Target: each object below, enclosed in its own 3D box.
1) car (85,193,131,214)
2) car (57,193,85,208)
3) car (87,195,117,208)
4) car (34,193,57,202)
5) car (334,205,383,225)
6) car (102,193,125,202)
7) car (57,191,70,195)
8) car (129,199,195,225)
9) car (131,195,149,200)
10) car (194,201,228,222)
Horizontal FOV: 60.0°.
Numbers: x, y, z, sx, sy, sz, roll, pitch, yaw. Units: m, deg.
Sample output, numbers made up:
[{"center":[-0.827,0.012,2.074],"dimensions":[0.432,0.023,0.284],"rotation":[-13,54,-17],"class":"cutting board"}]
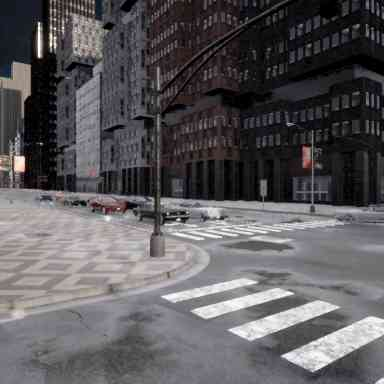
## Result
[{"center":[-7.592,1.100,29.781],"dimensions":[1.882,1.535,5.008],"rotation":[0,1,-36],"class":"car"},{"center":[-13.477,1.077,37.980],"dimensions":[1.895,1.301,4.718],"rotation":[0,1,-36],"class":"car"},{"center":[-10.885,1.071,39.940],"dimensions":[1.895,1.301,4.718],"rotation":[0,1,-36],"class":"car"},{"center":[-22.897,0.792,51.245],"dimensions":[2.033,1.411,5.357],"rotation":[0,1,-36],"class":"car"},{"center":[11.755,1.459,21.510],"dimensions":[4.718,1.301,1.895],"rotation":[1,1,21],"class":"car"},{"center":[-12.797,0.874,54.070],"dimensions":[1.895,1.301,4.718],"rotation":[0,1,-36],"class":"car"},{"center":[-20.274,0.598,53.164],"dimensions":[2.097,1.767,4.553],"rotation":[0,1,-36],"class":"car"},{"center":[-2.113,1.355,22.158],"dimensions":[1.895,1.301,4.718],"rotation":[0,1,-36],"class":"car"},{"center":[-4.996,1.094,31.741],"dimensions":[1.882,1.535,5.008],"rotation":[0,1,-36],"class":"car"},{"center":[0.485,1.350,24.113],"dimensions":[1.895,1.301,4.718],"rotation":[0,1,-36],"class":"car"}]
